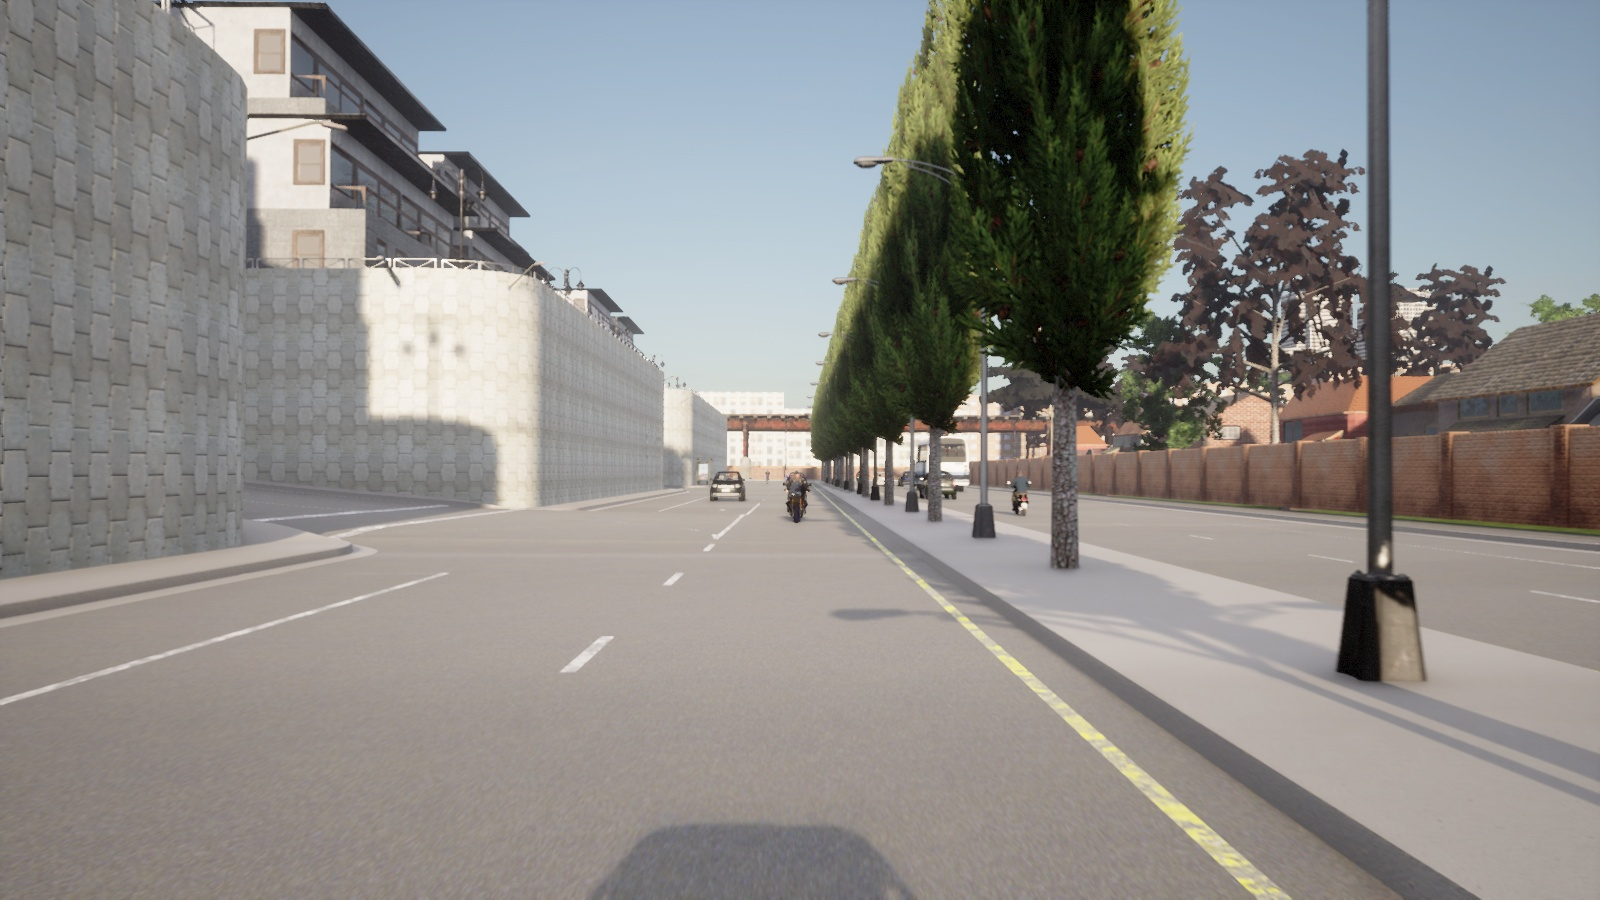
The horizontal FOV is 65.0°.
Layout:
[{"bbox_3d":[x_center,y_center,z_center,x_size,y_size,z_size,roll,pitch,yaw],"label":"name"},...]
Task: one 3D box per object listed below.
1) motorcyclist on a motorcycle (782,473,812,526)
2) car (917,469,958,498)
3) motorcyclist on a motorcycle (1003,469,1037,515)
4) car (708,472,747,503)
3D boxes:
[{"bbox_3d":[-0.089,1.458,37.601,0.866,1.530,2.191,0,-1,0],"label":"motorcyclist on a motorcycle"},{"bbox_3d":[7.834,1.883,71.786,1.851,1.617,3.988,0,-1,-1],"label":"car"},{"bbox_3d":[7.889,1.491,45.073,0.866,1.590,1.817,0,-1,0],"label":"motorcyclist on a motorcycle"},{"bbox_3d":[-3.660,1.880,64.052,1.789,1.549,3.705,0,-1,0],"label":"car"}]
